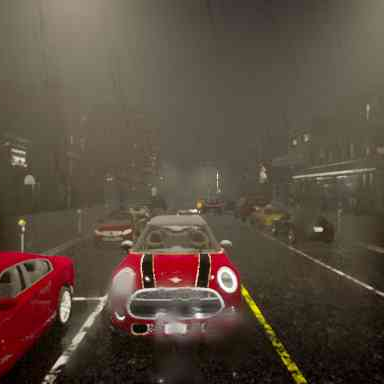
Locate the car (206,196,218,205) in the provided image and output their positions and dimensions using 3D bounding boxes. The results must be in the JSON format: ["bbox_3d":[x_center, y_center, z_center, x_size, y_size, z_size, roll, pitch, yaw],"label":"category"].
[{"bbox_3d":[3.541,1.511,60.154,1.752,1.417,4.829,-1,0,-2],"label":"car"}]

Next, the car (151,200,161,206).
[{"bbox_3d":[-3.678,1.576,26.423,1.802,1.307,4.206,-1,0,-2],"label":"car"}]

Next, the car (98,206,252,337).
[{"bbox_3d":[-0.311,1.351,6.963,2.097,1.767,4.553,0,0,-2],"label":"car"}]

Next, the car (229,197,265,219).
[{"bbox_3d":[4.694,1.310,26.714,2.192,1.841,5.009,-1,0,-2],"label":"car"}]

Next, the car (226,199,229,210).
[{"bbox_3d":[4.313,1.574,37.804,1.802,1.307,4.206,-1,0,-2],"label":"car"}]

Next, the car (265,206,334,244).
[{"bbox_3d":[5.080,1.563,15.624,1.947,1.339,4.313,-1,0,-2],"label":"car"}]

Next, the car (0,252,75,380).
[{"bbox_3d":[-2.912,1.544,4.242,1.887,1.381,4.507,-1,0,-2],"label":"car"}]

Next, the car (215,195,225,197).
[{"bbox_3d":[4.116,1.516,43.519,1.752,1.417,4.829,-1,0,-2],"label":"car"}]

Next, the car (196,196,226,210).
[{"bbox_3d":[1.855,1.484,33.685,2.128,1.511,4.902,0,0,-2],"label":"car"}]

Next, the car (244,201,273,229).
[{"bbox_3d":[4.883,1.521,21.338,1.752,1.417,4.829,-1,0,-2],"label":"car"}]

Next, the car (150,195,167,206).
[{"bbox_3d":[-4.256,1.305,43.057,2.192,1.841,5.009,-1,0,-2],"label":"car"}]

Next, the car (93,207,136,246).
[{"bbox_3d":[-3.295,1.579,15.332,1.802,1.307,4.206,-1,0,-2],"label":"car"}]

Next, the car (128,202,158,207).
[{"bbox_3d":[-3.488,1.546,20.877,2.008,1.369,4.403,-1,0,-2],"label":"car"}]
